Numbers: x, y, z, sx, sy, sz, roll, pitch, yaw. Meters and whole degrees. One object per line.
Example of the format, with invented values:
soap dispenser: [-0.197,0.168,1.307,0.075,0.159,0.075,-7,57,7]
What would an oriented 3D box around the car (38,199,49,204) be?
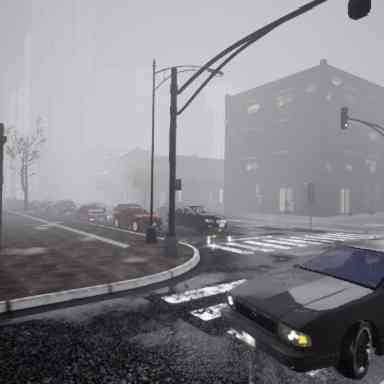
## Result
car: [-38.012,2.404,85.149,1.752,1.417,4.829,1,-1,-35]

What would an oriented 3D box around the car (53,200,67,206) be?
car: [-28.403,2.307,71.405,1.802,1.307,4.206,1,-1,-35]

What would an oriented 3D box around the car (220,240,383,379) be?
car: [3.180,1.549,5.463,5.357,1.411,2.033,0,0,-24]

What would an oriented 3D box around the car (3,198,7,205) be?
car: [-38.441,1.931,71.144,2.192,1.841,5.009,1,-1,-35]

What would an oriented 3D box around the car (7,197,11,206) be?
car: [-35.272,2.132,66.606,1.947,1.339,4.313,1,-1,-35]

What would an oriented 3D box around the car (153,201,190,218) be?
car: [-2.134,1.761,34.060,1.967,1.590,4.097,1,-1,-35]

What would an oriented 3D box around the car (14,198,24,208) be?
car: [-29.113,2.013,57.785,1.887,1.381,4.507,1,-1,-35]

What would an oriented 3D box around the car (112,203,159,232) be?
car: [-3.426,1.615,20.831,1.887,1.381,4.507,1,-1,-35]

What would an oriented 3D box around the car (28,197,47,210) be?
car: [-22.718,1.892,48.546,1.752,1.417,4.829,1,-1,-35]

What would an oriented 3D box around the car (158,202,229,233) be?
car: [0.247,1.593,20.335,2.128,1.511,4.902,1,-1,-35]

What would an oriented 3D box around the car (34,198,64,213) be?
car: [-18.041,1.843,41.785,2.008,1.369,4.403,1,-1,-35]

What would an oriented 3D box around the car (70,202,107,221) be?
car: [-8.584,1.730,28.207,1.802,1.307,4.206,1,-1,-35]

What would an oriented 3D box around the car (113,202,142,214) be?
car: [-8.338,1.966,42.921,2.008,1.369,4.403,1,-1,-35]

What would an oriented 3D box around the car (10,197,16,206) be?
car: [-32.101,2.082,62.072,1.947,1.339,4.313,1,-1,-35]

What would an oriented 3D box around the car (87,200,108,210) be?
car: [-14.820,2.039,52.098,1.752,1.417,4.829,1,-1,-35]

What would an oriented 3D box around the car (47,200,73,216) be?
car: [-13.741,1.792,35.585,1.947,1.339,4.313,1,-1,-35]

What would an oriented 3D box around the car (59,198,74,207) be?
car: [-25.233,2.115,66.872,1.967,1.590,4.097,1,-1,-35]
